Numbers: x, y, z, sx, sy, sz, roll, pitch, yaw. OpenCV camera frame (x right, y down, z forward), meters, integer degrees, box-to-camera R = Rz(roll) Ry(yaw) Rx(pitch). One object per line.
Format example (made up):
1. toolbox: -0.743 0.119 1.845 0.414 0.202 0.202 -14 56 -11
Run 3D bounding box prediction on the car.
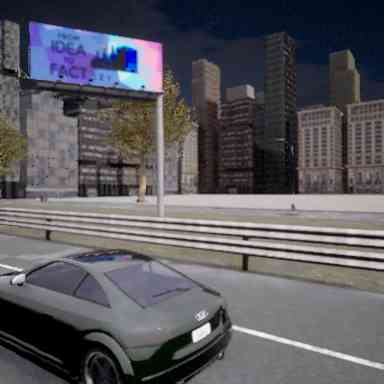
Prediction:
1. car: -1.523 1.564 4.957 4.181 1.385 1.994 0 0 36
